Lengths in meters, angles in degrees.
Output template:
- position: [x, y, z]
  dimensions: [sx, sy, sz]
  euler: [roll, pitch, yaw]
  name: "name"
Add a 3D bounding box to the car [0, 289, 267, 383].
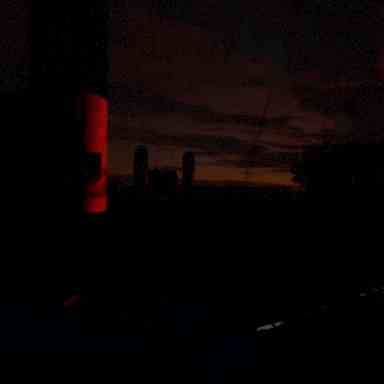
- position: [-1.743, 1.478, 1.829]
  dimensions: [5.008, 1.535, 1.882]
  euler: [0, 0, -35]
  name: "car"
